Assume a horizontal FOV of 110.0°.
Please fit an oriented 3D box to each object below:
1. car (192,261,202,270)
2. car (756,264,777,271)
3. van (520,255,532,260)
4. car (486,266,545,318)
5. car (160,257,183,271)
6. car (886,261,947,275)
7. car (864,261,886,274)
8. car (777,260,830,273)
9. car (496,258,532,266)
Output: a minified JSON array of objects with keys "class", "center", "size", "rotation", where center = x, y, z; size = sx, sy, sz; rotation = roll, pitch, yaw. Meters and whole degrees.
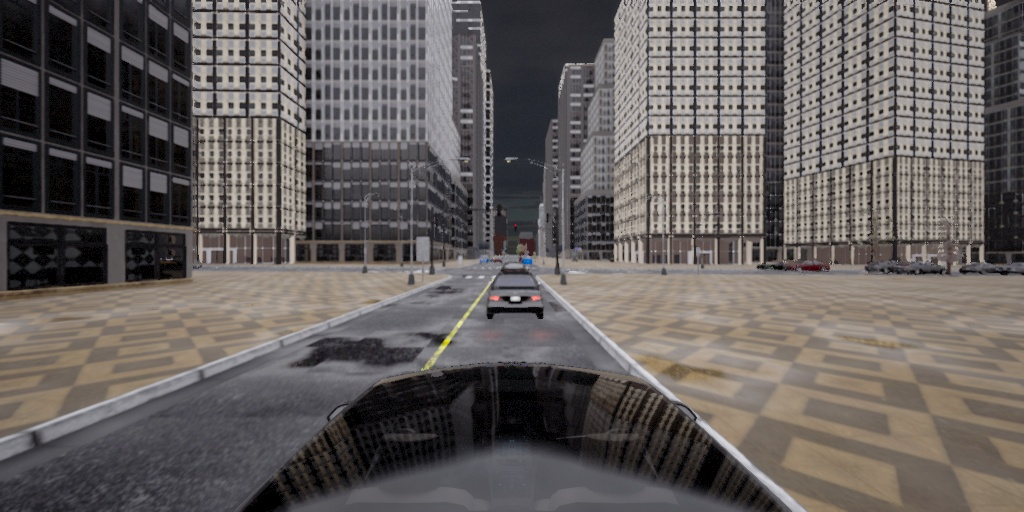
[{"class":"car","center":[-36.623,0.787,39.167],"size":[4.674,1.442,1.812],"rotation":[1,0,-1]},{"class":"car","center":[35.012,1.373,47.328],"size":[4.718,1.301,1.895],"rotation":[0,0,-1]},{"class":"van","center":[2.695,0.760,62.728],"size":[1.690,1.789,3.998],"rotation":[0,0,0]},{"class":"car","center":[0.101,1.239,12.669],"size":[2.033,1.411,5.357],"rotation":[0,0,0]},{"class":"car","center":[-36.535,0.742,35.914],"size":[5.008,1.535,1.882],"rotation":[1,0,-1]},{"class":"car","center":[43.112,1.316,37.742],"size":[4.902,1.511,2.128],"rotation":[1,0,-2]},{"class":"car","center":[43.298,1.316,41.009],"size":[4.902,1.511,2.128],"rotation":[1,0,-2]},{"class":"car","center":[36.146,1.259,44.114],"size":[5.008,1.535,1.882],"rotation":[1,0,-1]},{"class":"car","center":[0.115,1.106,24.460],"size":[1.882,1.535,5.008],"rotation":[0,0,0]}]
